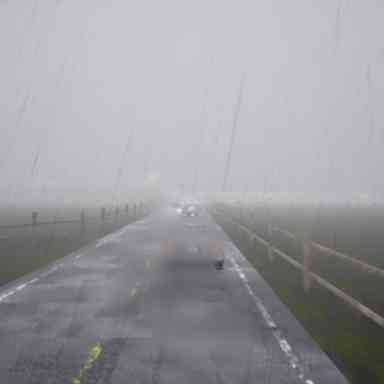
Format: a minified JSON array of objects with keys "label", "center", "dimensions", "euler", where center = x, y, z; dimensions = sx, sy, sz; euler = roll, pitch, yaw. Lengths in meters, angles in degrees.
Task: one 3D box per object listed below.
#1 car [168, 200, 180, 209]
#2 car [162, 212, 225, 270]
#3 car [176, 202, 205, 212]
[{"label":"car","center":[-2.781,1.941,52.639],"dimensions":[1.895,1.301,4.718],"euler":[0,0,0]},{"label":"car","center":[0.052,1.624,11.320],"dimensions":[2.033,1.411,5.357],"euler":[0,0,1]},{"label":"car","center":[0.067,1.723,26.312],"dimensions":[2.033,1.411,5.357],"euler":[0,0,1]}]
